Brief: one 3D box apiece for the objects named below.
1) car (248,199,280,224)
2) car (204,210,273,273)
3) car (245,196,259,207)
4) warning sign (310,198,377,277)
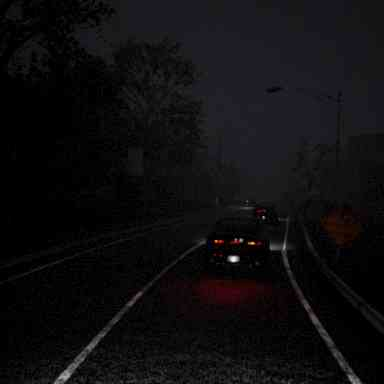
[{"bbox_3d":[5.883,1.618,26.501,1.837,1.490,4.892,2,0,17],"label":"car"},{"bbox_3d":[1.635,1.548,11.105,1.837,1.490,4.892,1,-1,13],"label":"car"},{"bbox_3d":[9.627,1.459,52.172,2.097,1.767,4.553,2,0,16],"label":"car"},{"bbox_3d":[4.219,1.226,9.439,1.300,1.860,1.060,7,7,11],"label":"warning sign"}]
